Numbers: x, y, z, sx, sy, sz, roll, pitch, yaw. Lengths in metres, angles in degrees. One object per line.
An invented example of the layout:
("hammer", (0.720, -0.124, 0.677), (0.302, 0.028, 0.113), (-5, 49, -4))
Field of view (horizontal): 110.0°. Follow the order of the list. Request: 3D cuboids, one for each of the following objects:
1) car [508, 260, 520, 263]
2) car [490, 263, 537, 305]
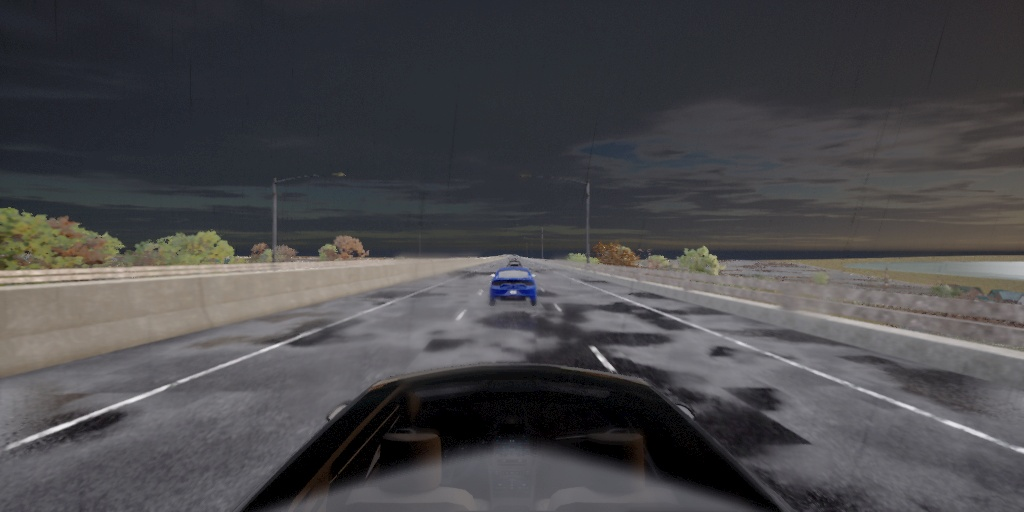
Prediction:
("car", (0.241, 1.298, 39.696), (1.837, 1.490, 4.892), (0, 0, 0))
("car", (0.056, 1.241, 16.217), (1.882, 1.535, 5.008), (0, 0, 0))
